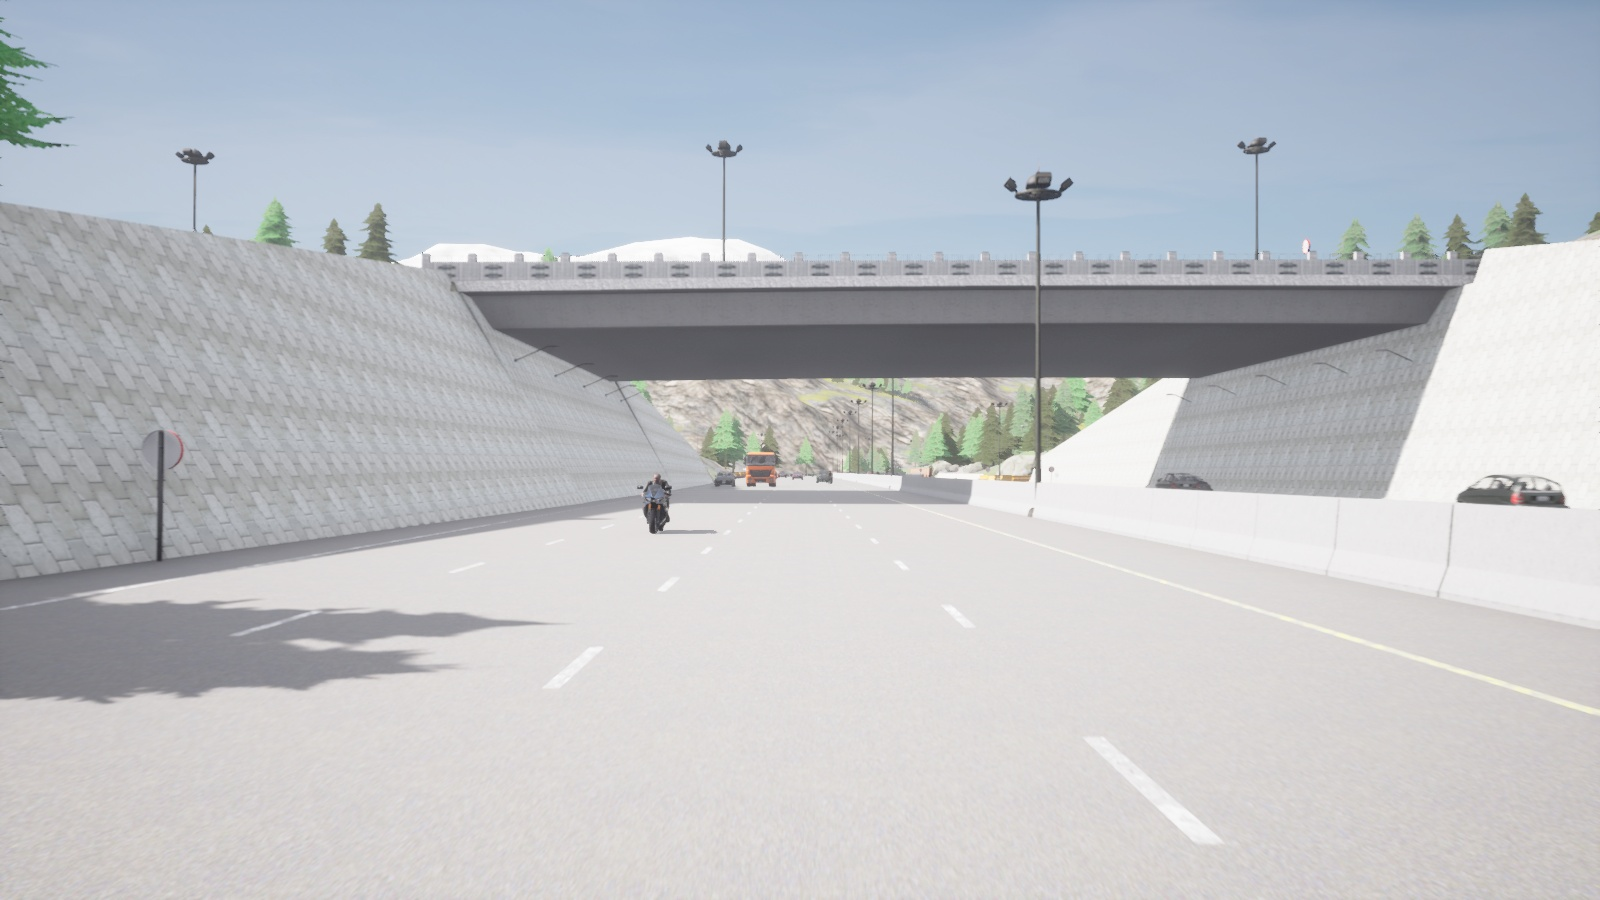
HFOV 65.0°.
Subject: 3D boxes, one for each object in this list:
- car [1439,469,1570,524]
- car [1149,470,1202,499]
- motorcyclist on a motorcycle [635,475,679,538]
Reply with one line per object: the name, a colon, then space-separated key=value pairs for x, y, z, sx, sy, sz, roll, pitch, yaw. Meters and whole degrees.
car: x=20.908 y=1.336 z=37.424 sx=1.789 sy=1.549 sz=3.705 roll=0 pitch=-1 yaw=0
car: x=20.831 y=1.879 z=69.819 sx=1.789 sy=1.549 sz=3.705 roll=0 pitch=-1 yaw=0
motorcyclist on a motorcycle: x=-3.576 y=1.391 z=31.507 sx=0.866 sy=1.530 sz=2.191 roll=0 pitch=-1 yaw=0
